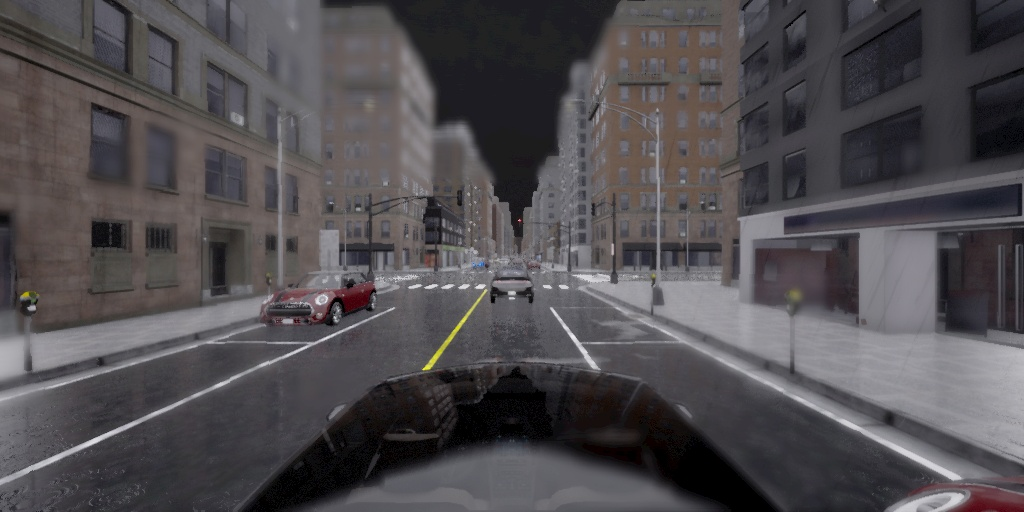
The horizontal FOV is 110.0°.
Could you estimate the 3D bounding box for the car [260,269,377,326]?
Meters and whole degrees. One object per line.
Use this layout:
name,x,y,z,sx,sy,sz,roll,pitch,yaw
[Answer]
car,-5.858,1.188,11.357,1.967,1.591,4.097,0,0,0

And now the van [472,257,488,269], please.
van,-5.181,1.109,55.242,1.690,1.789,3.998,0,0,1

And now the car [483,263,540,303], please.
car,0.000,1.244,16.500,2.128,1.511,4.902,0,0,0

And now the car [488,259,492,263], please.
car,-5.060,1.089,60.764,2.192,1.841,5.009,0,0,1

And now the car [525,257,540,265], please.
car,3.343,1.208,55.060,1.967,1.591,4.097,0,0,1
